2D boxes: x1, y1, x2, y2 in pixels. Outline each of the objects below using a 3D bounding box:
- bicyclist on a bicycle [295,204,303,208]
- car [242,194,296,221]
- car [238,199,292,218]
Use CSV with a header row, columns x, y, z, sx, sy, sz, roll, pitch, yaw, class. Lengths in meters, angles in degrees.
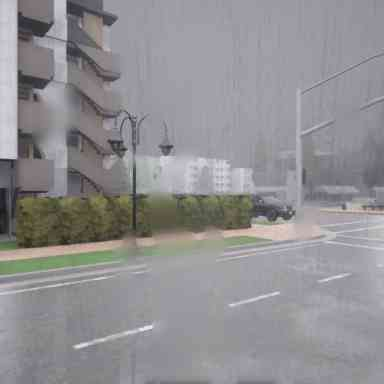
x,y,z,sx,sy,sz,roll,pitch,yaw,class
13.385,1.301,41.654,1.656,1.620,0.582,0,0,-39,bicyclist on a bicycle
5.740,1.221,27.303,2.150,2.045,5.566,0,0,-38,car
6.845,1.478,31.621,1.882,1.535,5.008,0,0,-37,car
